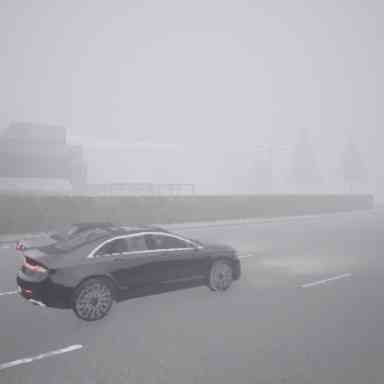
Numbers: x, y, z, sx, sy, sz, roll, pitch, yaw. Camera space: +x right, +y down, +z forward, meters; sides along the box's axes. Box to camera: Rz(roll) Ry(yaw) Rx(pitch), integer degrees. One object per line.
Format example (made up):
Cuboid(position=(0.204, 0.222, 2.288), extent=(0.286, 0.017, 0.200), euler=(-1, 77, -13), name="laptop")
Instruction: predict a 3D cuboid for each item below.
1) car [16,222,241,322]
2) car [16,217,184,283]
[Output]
Cuboid(position=(-1.070, 1.491, 7.281), extent=(4.902, 1.511, 2.128), euler=(0, 0, -35), name="car")
Cuboid(position=(-2.724, 1.601, 10.400), extent=(4.718, 1.301, 1.895), euler=(0, 0, -35), name="car")
